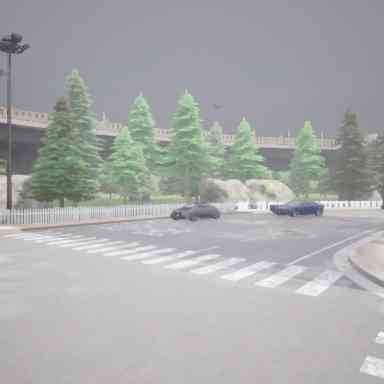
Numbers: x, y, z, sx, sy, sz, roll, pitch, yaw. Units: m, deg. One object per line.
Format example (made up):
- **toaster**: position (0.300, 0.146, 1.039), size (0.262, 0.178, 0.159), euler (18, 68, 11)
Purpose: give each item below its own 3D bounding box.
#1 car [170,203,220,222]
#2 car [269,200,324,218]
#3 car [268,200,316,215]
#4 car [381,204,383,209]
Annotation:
- **car**: position (0.305, 1.517, 25.706), size (1.994, 1.385, 4.181), euler (0, 0, 43)
- **car**: position (9.500, 1.431, 29.353), size (5.008, 1.535, 1.882), euler (0, 0, -32)
- **car**: position (10.157, 1.555, 33.696), size (4.718, 1.301, 1.895), euler (0, 0, -27)
- **car**: position (23.816, 1.517, 37.740), size (4.181, 1.385, 1.994), euler (0, 0, -4)
